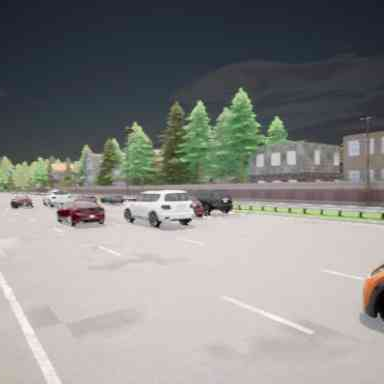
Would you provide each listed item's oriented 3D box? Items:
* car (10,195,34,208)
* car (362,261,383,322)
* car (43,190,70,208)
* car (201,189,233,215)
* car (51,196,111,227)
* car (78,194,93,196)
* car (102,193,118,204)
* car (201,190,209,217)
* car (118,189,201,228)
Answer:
[{"bbox_3d":[-20.024,1.117,39.177,1.812,1.442,4.674,-1,1,-35],"label":"car"},{"bbox_3d":[4.687,1.237,4.195,2.097,1.767,4.553,-1,1,-35],"label":"car"},{"bbox_3d":[-16.298,0.765,39.960,2.150,2.045,5.566,-1,1,-35],"label":"car"},{"bbox_3d":[0.996,0.787,27.610,2.150,2.045,5.566,-1,1,-35],"label":"car"},{"bbox_3d":[-7.085,1.224,20.861,1.882,1.535,5.008,-1,1,-35],"label":"car"},{"bbox_3d":[-13.618,0.975,42.238,2.128,1.511,4.902,-1,1,-35],"label":"car"},{"bbox_3d":[-10.756,0.916,44.253,2.128,1.511,4.902,-1,1,-35],"label":"car"},{"bbox_3d":[-1.192,0.984,24.646,2.097,1.767,4.553,-1,1,-35],"label":"car"},{"bbox_3d":[-2.125,0.935,19.898,2.150,2.045,5.566,-1,1,-35],"label":"car"}]
